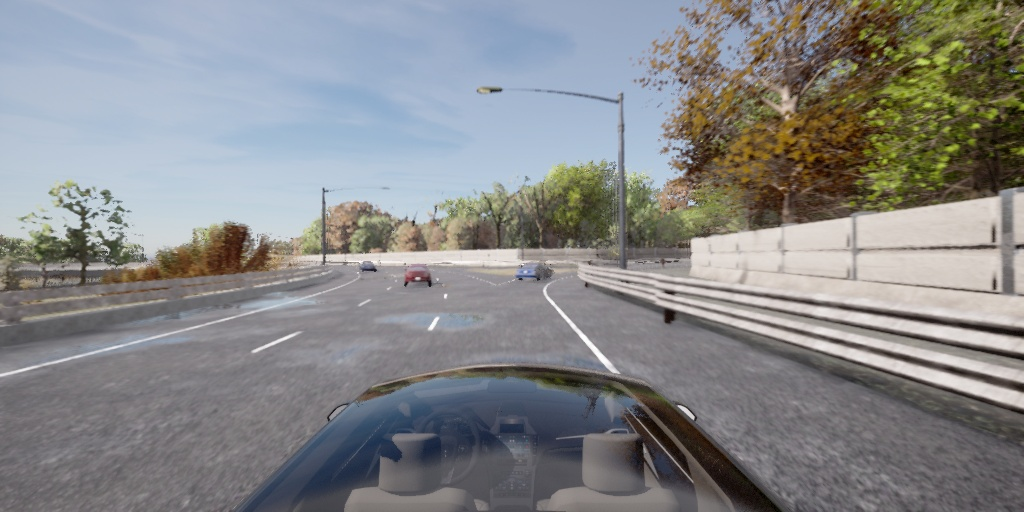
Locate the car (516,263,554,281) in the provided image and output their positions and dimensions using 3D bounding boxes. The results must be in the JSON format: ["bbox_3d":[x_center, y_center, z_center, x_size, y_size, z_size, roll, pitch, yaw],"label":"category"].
[{"bbox_3d":[1.953,1.274,29.722,2.033,1.411,5.357,-1,0,21],"label":"car"}]

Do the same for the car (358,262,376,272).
[{"bbox_3d":[-21.174,1.549,52.353,1.994,1.385,4.181,-1,0,-29],"label":"car"}]

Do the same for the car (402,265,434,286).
[{"bbox_3d":[-6.826,1.351,26.094,1.812,1.442,4.674,0,0,-14],"label":"car"}]
